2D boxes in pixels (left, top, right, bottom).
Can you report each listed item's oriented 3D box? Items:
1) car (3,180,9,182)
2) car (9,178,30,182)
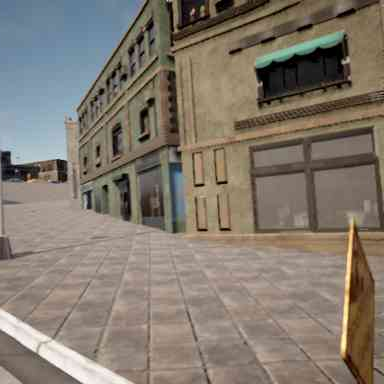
[{"bbox_3d":[-47.092,-2.716,78.908,2.231,1.521,4.892,-6,-3,33],"label":"car"},{"bbox_3d":[-44.117,-2.670,83.591,2.002,1.452,4.674,-5,-3,32],"label":"car"}]
